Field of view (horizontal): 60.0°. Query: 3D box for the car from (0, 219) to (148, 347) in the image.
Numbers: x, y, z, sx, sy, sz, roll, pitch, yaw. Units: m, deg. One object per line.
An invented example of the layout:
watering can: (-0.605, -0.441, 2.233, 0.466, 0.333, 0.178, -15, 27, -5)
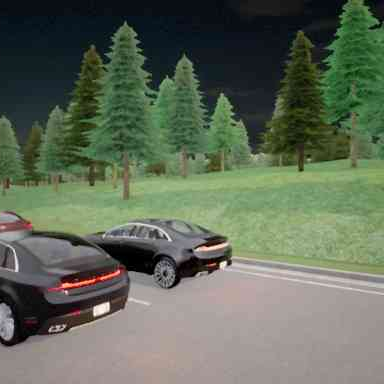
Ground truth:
car: (-3.315, 1.501, 6.374, 4.892, 1.490, 1.837, 0, 0, 36)

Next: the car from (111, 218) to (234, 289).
car: (-1.242, 1.489, 9.197, 4.902, 1.511, 2.128, 0, 0, 35)

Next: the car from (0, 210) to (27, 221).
car: (-8.743, 1.518, 14.567, 4.674, 1.442, 1.812, 0, 0, 36)
